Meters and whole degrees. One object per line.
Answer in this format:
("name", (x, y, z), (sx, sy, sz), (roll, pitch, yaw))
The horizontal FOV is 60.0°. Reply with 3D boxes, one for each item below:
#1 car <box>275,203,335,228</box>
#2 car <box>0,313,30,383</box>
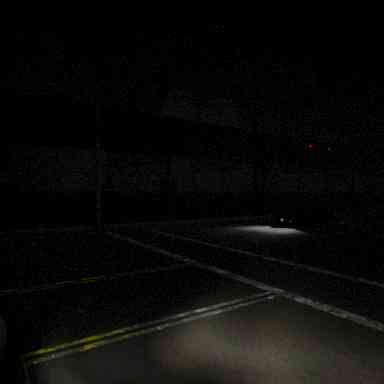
("car", (7.621, 1.504, 22.330), (4.892, 1.490, 1.837), (0, 0, -36))
("car", (-3.640, 1.221, 1.180), (5.566, 2.045, 2.150), (0, 0, -35))
